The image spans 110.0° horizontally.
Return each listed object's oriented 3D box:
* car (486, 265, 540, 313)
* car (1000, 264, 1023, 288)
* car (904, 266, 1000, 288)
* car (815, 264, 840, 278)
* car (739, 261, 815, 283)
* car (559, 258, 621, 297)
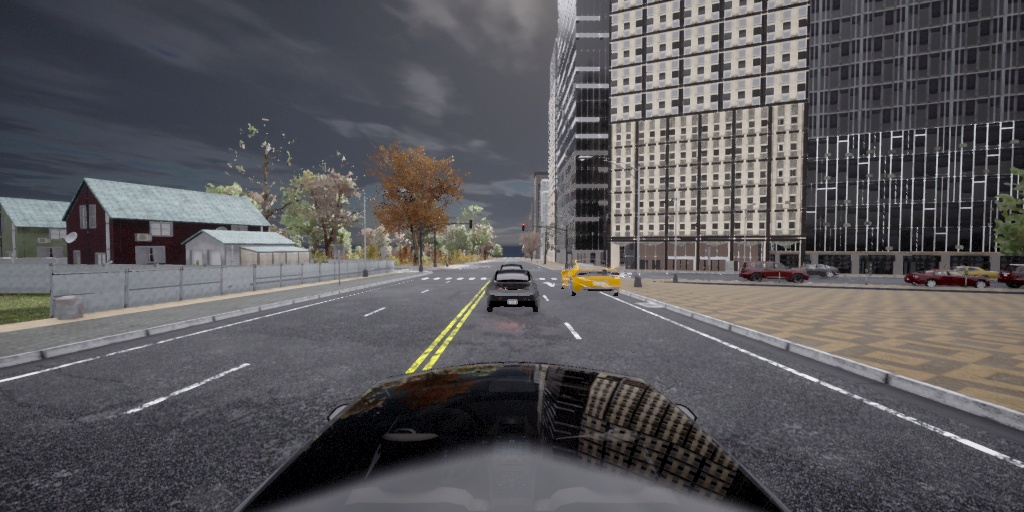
[{"bbox_3d":[0.029,1.250,14.007,1.837,1.490,4.892,0,0,0],"label":"car"},{"bbox_3d":[38.952,1.531,25.871,5.009,1.841,2.192,0,0,20],"label":"car"},{"bbox_3d":[33.626,1.715,27.814,4.507,1.381,1.888,0,0,20],"label":"car"},{"bbox_3d":[31.001,1.469,37.157,4.403,1.370,2.007,0,0,20],"label":"car"},{"bbox_3d":[22.975,1.394,31.698,5.009,1.841,2.192,0,0,20],"label":"car"},{"bbox_3d":[3.232,0.838,15.611,1.882,1.535,5.008,0,0,0],"label":"car"}]
